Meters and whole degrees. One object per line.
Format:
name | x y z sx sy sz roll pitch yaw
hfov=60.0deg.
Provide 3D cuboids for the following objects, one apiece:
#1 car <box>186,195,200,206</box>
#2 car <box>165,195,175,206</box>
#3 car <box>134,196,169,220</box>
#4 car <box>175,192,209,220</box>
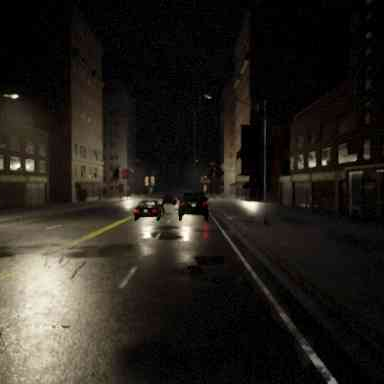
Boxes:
car | 0.119 1.137 46.384 1.895 1.301 4.718 0 1 0
car | -3.131 1.092 45.662 2.033 1.411 5.357 0 1 0
car | -3.143 1.311 25.120 2.033 1.411 5.357 0 1 0
car | 0.110 0.982 25.417 2.150 2.045 5.566 0 1 0
